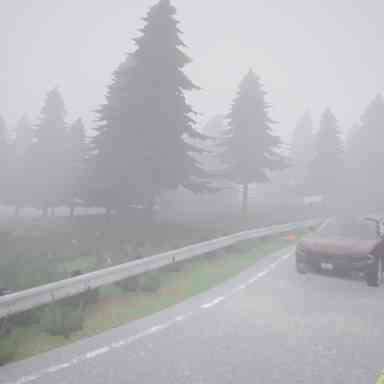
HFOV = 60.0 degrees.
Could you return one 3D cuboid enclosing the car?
[{"bbox_3d":[4.552,1.374,9.422,1.882,1.535,5.008,2,2,38],"label":"car"}]
